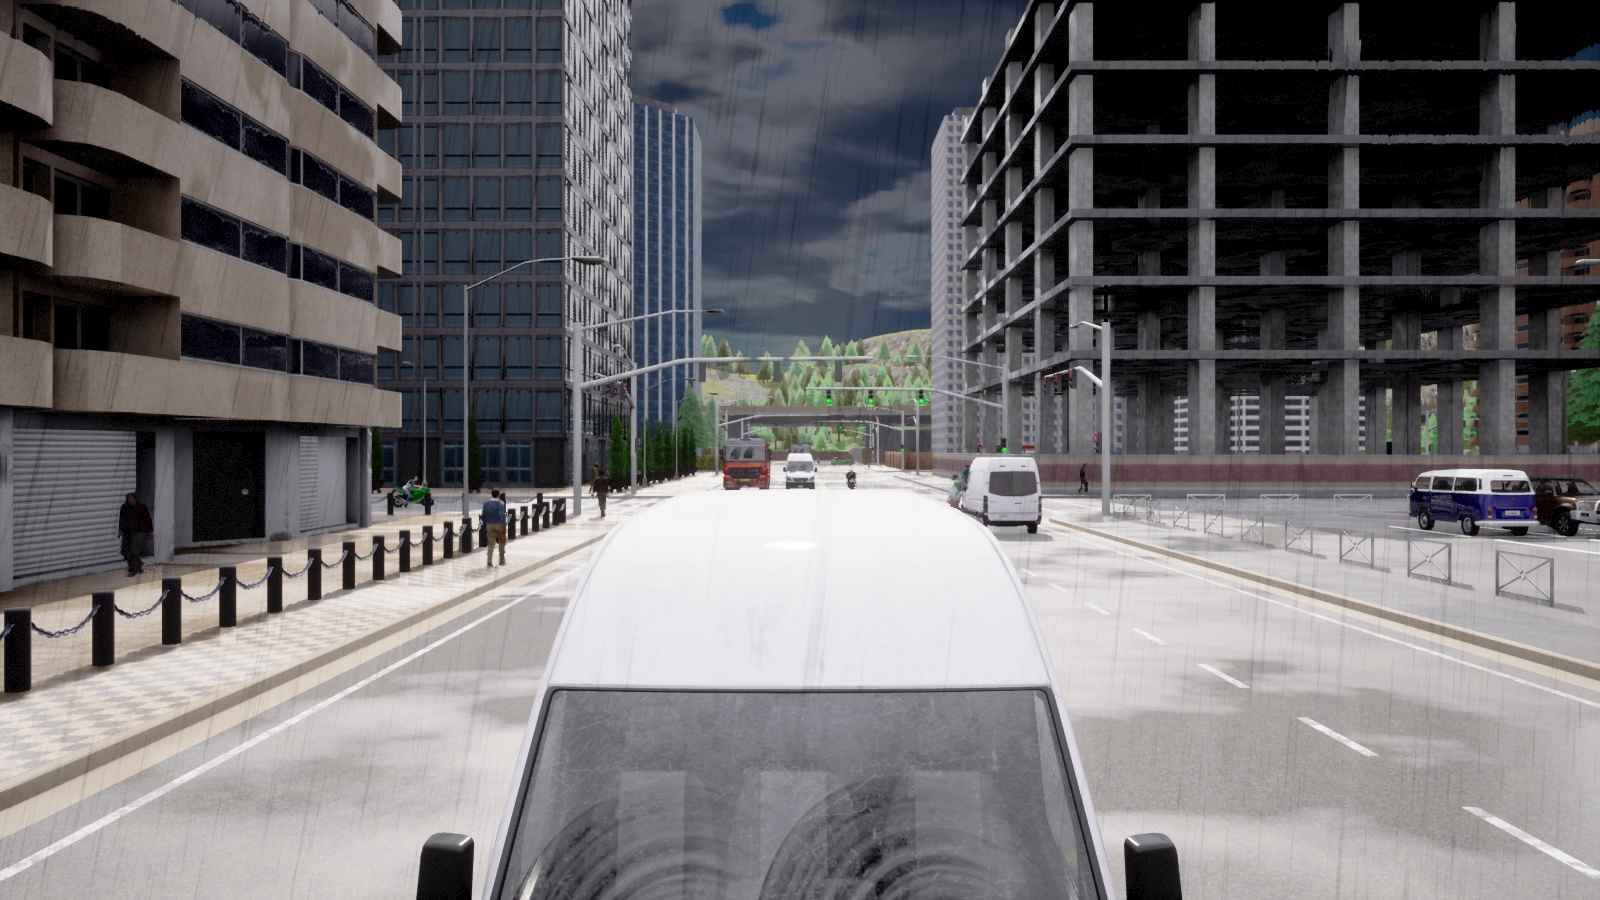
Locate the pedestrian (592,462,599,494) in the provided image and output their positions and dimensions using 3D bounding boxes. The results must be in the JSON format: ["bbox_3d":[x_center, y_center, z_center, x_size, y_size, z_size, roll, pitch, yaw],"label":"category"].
[{"bbox_3d":[-12.105,1.641,67.689,0.375,1.860,0.375,0,0,-4],"label":"pedestrian"}]

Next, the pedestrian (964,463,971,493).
[{"bbox_3d":[10.178,1.696,69.316,0.375,1.860,0.375,0,0,15],"label":"pedestrian"}]

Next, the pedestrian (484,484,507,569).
[{"bbox_3d":[-6.785,1.697,25.460,0.375,1.860,0.375,0,0,10],"label":"pedestrian"}]

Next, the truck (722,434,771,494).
[{"bbox_3d":[-3.496,0.891,77.013,2.891,3.827,8.468,0,0,0],"label":"truck"}]

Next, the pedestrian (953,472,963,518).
[{"bbox_3d":[6.458,1.835,46.694,0.375,1.860,0.375,0,0,1],"label":"pedestrian"}]

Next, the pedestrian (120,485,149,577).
[{"bbox_3d":[-13.698,1.661,23.521,0.375,1.860,0.375,0,0,5],"label":"pedestrian"}]

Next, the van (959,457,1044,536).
[{"bbox_3d":[6.980,1.534,40.250,1.988,2.561,5.915,0,0,0],"label":"van"}]

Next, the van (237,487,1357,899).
[{"bbox_3d":[-0.002,1.534,4.985,1.988,2.561,5.915,0,0,0],"label":"van"}]

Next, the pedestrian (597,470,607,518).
[{"bbox_3d":[-7.722,1.697,44.560,0.375,1.860,0.375,0,0,-7],"label":"pedestrian"}]

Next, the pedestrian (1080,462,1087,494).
[{"bbox_3d":[16.495,1.641,66.515,0.375,1.860,0.375,0,0,5],"label":"pedestrian"}]
